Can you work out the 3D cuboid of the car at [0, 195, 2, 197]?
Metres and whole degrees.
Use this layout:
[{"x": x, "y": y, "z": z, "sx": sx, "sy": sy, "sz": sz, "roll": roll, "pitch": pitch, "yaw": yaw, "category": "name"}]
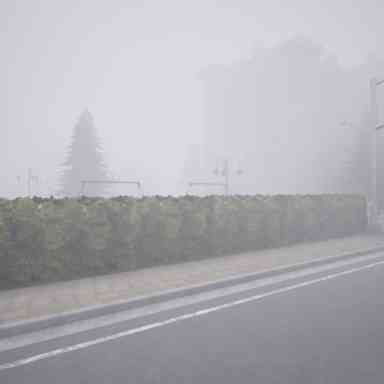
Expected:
[{"x": -40.232, "y": 1.374, "z": 67.297, "sx": 3.633, "sy": 1.501, "sz": 1.845, "roll": 0, "pitch": 0, "yaw": -37, "category": "car"}]
